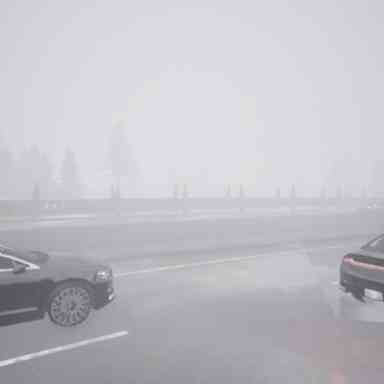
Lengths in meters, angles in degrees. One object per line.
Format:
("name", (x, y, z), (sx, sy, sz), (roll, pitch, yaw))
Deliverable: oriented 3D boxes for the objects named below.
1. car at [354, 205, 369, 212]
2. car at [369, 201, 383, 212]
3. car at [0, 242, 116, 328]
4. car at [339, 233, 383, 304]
("car", (17.771, 1.528, 31.292), (4.718, 1.301, 1.895), (0, 0, -17))
("car", (17.609, 1.408, 27.555), (5.008, 1.535, 1.882), (0, 0, -17))
("car", (-3.685, 1.461, 5.271), (4.902, 1.511, 2.128), (0, 0, -36))
("car", (5.067, 1.458, 6.658), (4.902, 1.511, 2.128), (0, 0, -30))
